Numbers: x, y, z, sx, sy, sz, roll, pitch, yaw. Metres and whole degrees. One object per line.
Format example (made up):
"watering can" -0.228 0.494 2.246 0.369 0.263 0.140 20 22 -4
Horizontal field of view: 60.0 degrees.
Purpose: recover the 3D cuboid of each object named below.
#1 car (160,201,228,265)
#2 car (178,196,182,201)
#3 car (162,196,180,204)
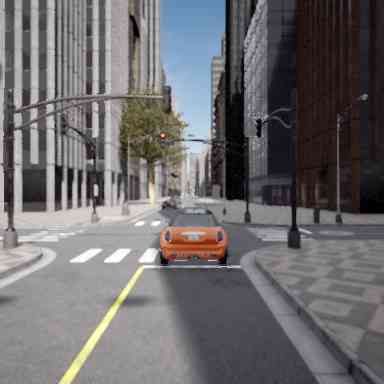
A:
"car" 0.065 1.378 11.991 2.097 1.767 4.553 0 0 0
"car" -3.048 1.494 61.715 2.097 1.767 4.553 0 0 1
"car" -3.097 1.668 45.772 1.994 1.385 4.181 0 0 0
